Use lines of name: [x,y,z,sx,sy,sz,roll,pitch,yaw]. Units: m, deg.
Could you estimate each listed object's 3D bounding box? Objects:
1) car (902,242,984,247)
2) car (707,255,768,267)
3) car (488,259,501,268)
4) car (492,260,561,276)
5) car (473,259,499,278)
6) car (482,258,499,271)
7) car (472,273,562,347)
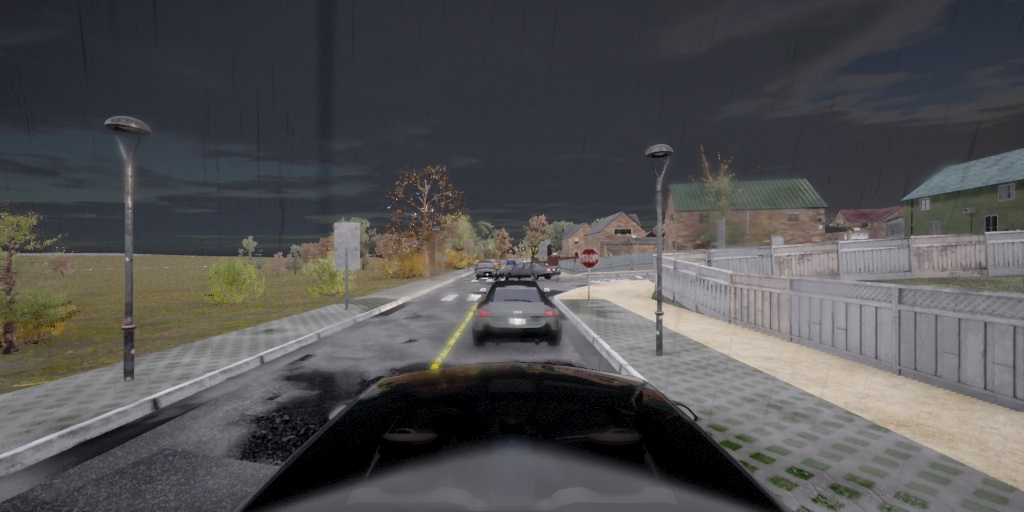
car: [23.842,-0.208,20.380,4.902,1.511,2.128,-3,0,14]
car: [14.336,0.413,22.778,4.181,1.385,1.994,-3,0,16]
car: [-2.979,1.256,61.125,1.882,1.535,5.008,0,0,0]
car: [1.271,1.198,28.369,5.357,1.411,2.033,-4,-3,43]
car: [-2.324,1.257,31.272,1.837,1.490,4.892,0,0,-8]
car: [-2.969,1.120,51.088,2.097,1.767,4.553,0,0,0]
car: [0.084,1.313,9.352,1.994,1.385,4.181,0,0,-1]
